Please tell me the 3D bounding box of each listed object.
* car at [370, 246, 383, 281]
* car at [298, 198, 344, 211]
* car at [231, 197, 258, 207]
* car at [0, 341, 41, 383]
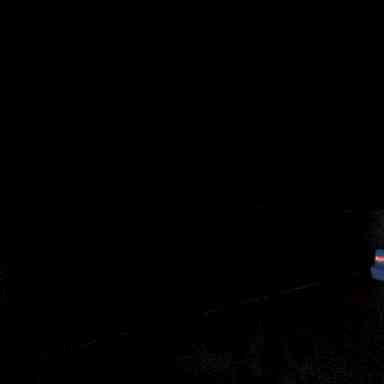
[{"bbox_3d":[6.571,1.534,8.288,5.357,1.411,2.033,0,0,-35],"label":"car"},{"bbox_3d":[15.230,1.434,39.687,2.033,1.411,5.357,0,0,-38],"label":"car"},{"bbox_3d":[7.723,1.452,49.435,1.994,1.385,4.181,0,0,-38],"label":"car"},{"bbox_3d":[-3.242,1.492,1.365,4.902,1.511,2.128,0,0,-36],"label":"car"}]
